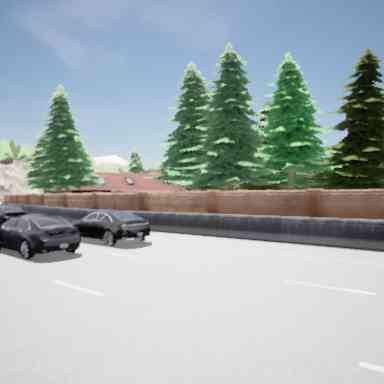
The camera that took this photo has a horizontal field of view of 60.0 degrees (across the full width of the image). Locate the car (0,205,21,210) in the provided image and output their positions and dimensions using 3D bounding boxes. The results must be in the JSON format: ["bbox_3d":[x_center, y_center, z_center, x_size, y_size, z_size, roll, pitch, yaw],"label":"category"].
[{"bbox_3d":[-14.011,1.782,25.080,1.837,1.490,4.892,0,0,-44],"label":"car"}]

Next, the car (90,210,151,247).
[{"bbox_3d":[-4.068,1.625,15.900,4.902,1.511,2.128,-1,0,41],"label":"car"}]

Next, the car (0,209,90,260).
[{"bbox_3d":[-6.301,1.642,13.206,4.892,1.490,1.837,0,0,41],"label":"car"}]
